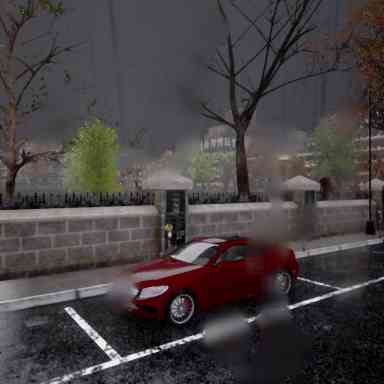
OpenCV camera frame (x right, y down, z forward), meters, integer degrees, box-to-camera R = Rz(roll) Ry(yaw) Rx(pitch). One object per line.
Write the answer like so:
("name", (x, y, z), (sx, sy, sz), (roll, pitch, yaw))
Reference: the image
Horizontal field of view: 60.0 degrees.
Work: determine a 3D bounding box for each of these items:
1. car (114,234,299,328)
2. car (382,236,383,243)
("car", (0.505, 1.581, 6.929), (4.206, 1.307, 1.802), (0, 0, -36))
("car", (9.372, 1.525, 13.267), (4.829, 1.417, 1.752), (0, 0, -36))
